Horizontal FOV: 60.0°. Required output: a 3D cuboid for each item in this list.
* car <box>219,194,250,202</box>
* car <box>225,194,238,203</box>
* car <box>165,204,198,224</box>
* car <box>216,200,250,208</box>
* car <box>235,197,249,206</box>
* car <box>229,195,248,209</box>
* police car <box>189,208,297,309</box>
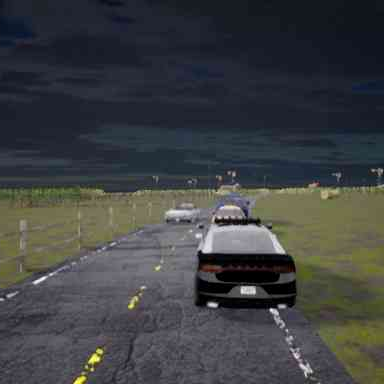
[{"bbox_3d":[2.915,1.185,23.636,2.150,2.045,5.566,0,0,10],"label":"car"},{"bbox_3d":[7.679,1.221,65.010,2.097,1.767,4.553,0,0,12],"label":"car"},{"bbox_3d":[-0.614,1.561,24.394,1.895,1.301,4.718,0,0,10],"label":"car"},{"bbox_3d":[2.048,1.427,17.952,1.801,1.575,5.366,0,0,7],"label":"car"},{"bbox_3d":[8.118,1.458,53.628,1.994,1.385,4.181,0,0,12],"label":"car"},{"bbox_3d":[6.190,1.269,43.885,2.097,1.767,4.553,0,0,12],"label":"car"},{"bbox_3d":[1.087,1.415,8.071,1.930,1.638,5.238,0,0,4],"label":"police car"}]
